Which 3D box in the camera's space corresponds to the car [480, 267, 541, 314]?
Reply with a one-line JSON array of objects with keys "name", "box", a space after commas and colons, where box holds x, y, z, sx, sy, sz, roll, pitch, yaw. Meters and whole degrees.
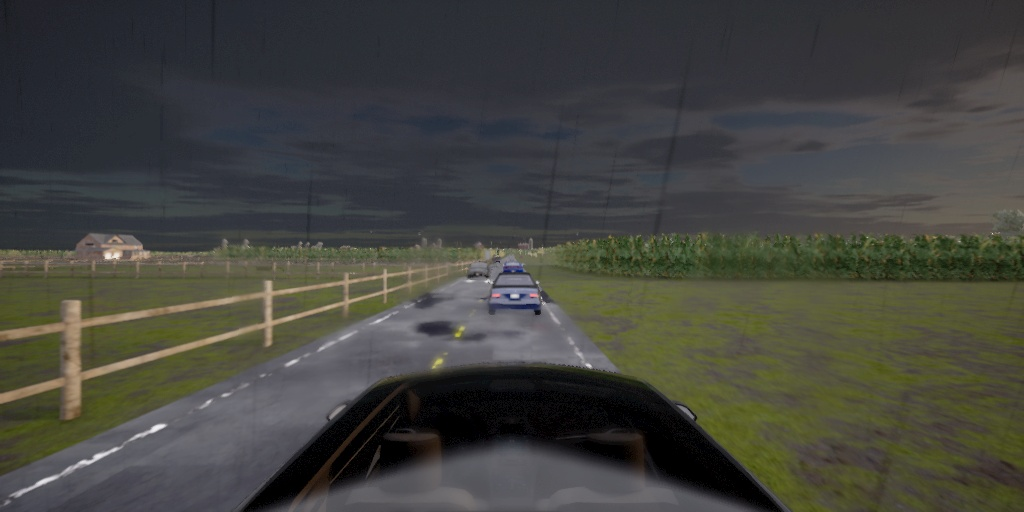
[{"name": "car", "box": [0.094, 1.308, 13.778, 2.033, 1.411, 5.357, 0, 0, 0]}]

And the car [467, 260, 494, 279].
[{"name": "car", "box": [-2.853, 1.267, 32.096, 1.837, 1.490, 4.892, 0, 0, 0]}]

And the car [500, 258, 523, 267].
[{"name": "car", "box": [0.093, 1.239, 35.107, 1.882, 1.535, 5.008, 0, 0, 0]}]
